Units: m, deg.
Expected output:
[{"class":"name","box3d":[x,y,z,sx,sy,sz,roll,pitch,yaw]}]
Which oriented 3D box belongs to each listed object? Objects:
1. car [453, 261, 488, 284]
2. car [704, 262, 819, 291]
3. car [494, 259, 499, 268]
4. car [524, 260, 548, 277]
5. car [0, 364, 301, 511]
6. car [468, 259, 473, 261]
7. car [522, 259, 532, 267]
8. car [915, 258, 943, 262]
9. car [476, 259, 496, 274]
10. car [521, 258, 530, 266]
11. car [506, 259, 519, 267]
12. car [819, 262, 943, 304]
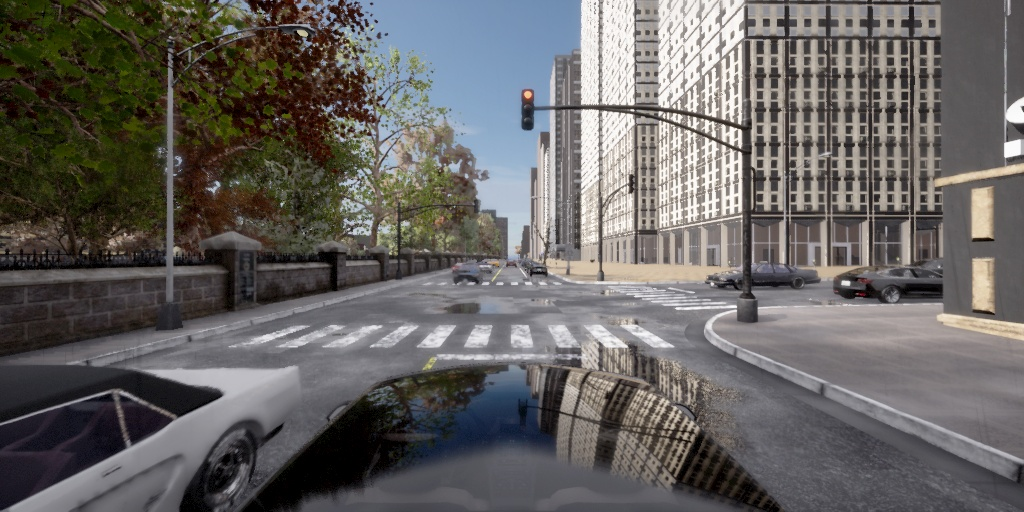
[{"class":"car","box3d":[-3.183,1.307,27.025,2.033,1.411,5.357,0,0,0]},{"class":"car","box3d":[13.389,1.053,19.277,5.357,1.411,2.033,-1,0,-1]},{"class":"car","box3d":[-3.257,1.268,62.493,1.882,1.535,5.008,0,0,0]},{"class":"car","box3d":[2.575,1.330,36.049,1.948,1.339,4.313,0,0,0]},{"class":"car","box3d":[-3.098,1.351,1.453,1.895,1.301,4.718,0,0,0]},{"class":"car","box3d":[-5.824,1.351,41.654,1.802,1.307,4.207,0,0,0]},{"class":"car","box3d":[2.556,1.334,41.682,1.948,1.339,4.313,0,0,0]},{"class":"car","box3d":[23.118,0.845,19.373,4.892,1.490,1.837,-1,0,0]},{"class":"car","box3d":[-3.231,1.369,41.388,1.895,1.301,4.718,0,0,0]},{"class":"car","box3d":[2.538,1.339,47.314,1.948,1.339,4.313,0,0,0]},{"class":"car","box3d":[-0.110,1.320,65.313,1.812,1.442,4.674,0,0,0]},{"class":"car","box3d":[14.647,1.026,13.507,4.313,1.339,1.948,0,0,0]}]
